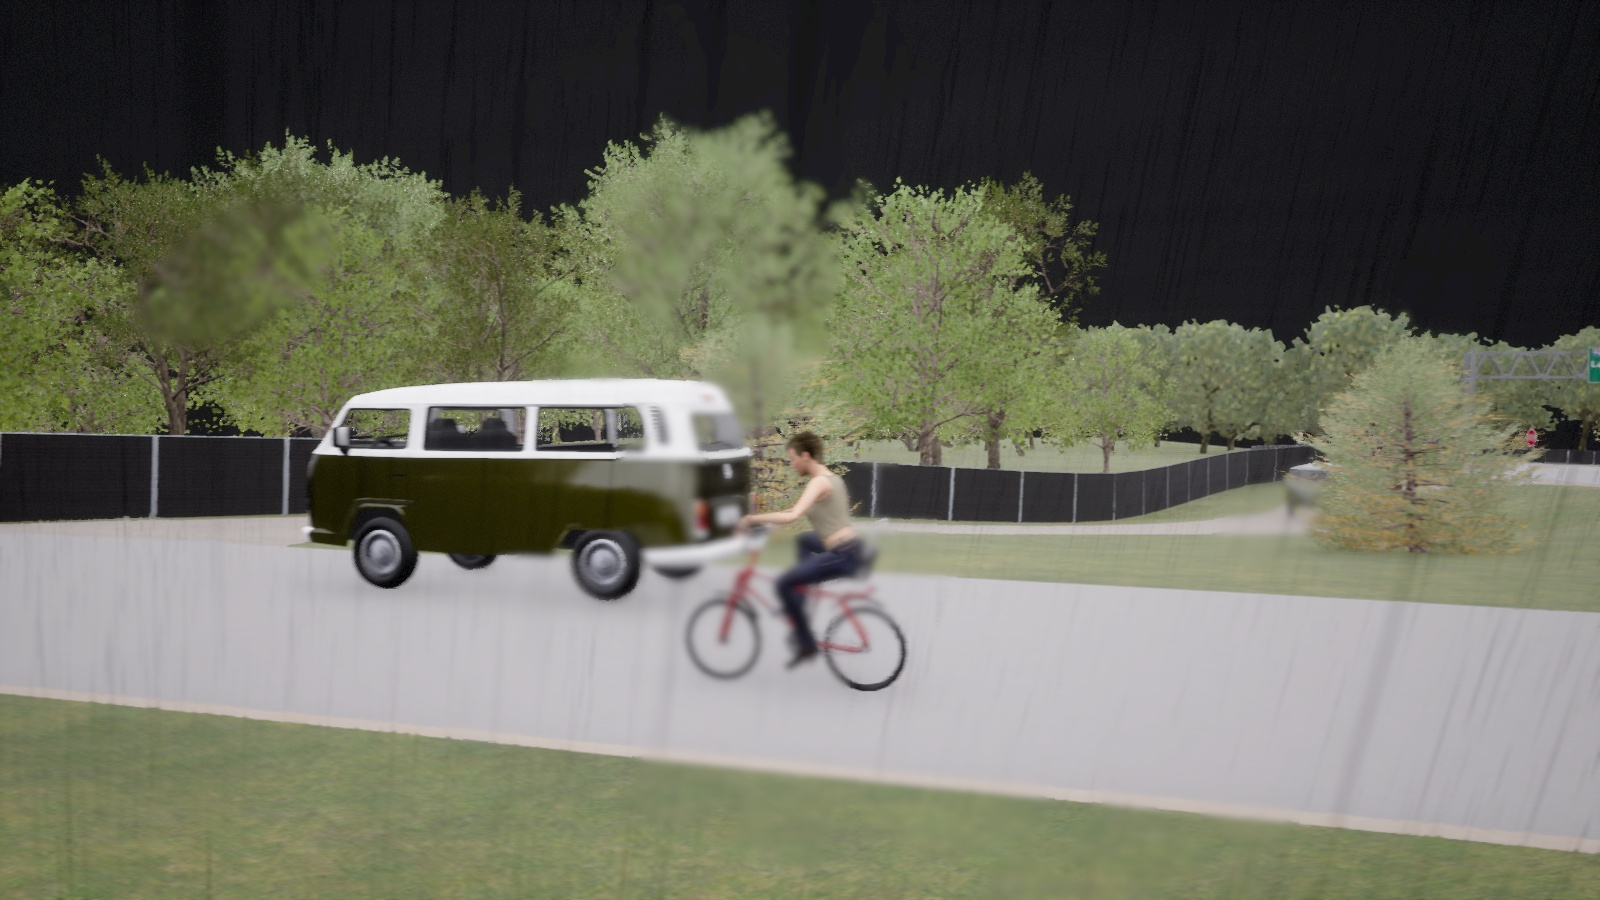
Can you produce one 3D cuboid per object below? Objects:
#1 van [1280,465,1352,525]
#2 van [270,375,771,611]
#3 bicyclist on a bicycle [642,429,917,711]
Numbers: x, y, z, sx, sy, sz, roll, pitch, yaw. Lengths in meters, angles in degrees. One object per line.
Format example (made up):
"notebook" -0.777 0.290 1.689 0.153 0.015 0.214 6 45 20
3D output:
"van" 20.203 1.692 49.075 1.775 1.987 4.442 2 3 33
"van" -2.764 0.302 12.590 4.480 2.038 2.069 1 2 20
"bicyclist on a bicycle" -0.115 0.688 7.936 1.509 1.612 0.866 1 2 19
